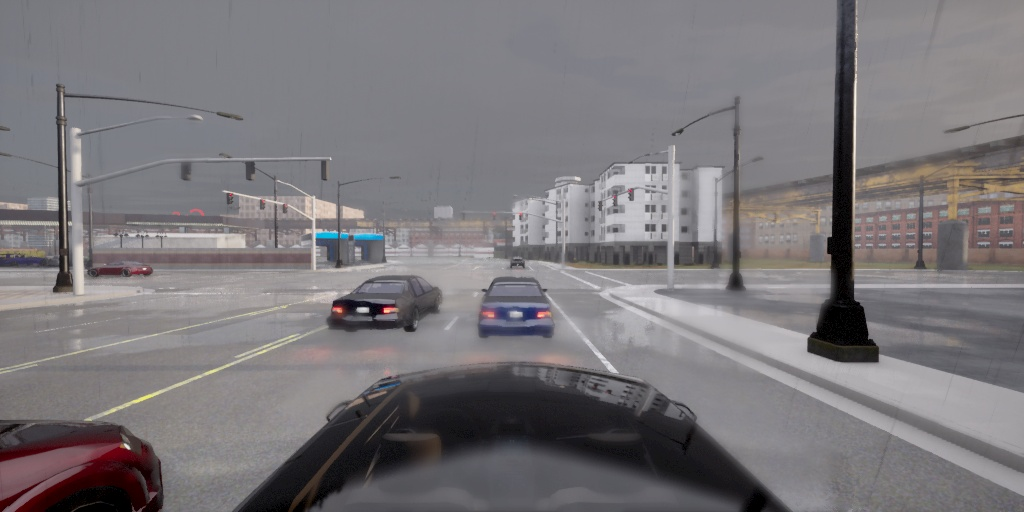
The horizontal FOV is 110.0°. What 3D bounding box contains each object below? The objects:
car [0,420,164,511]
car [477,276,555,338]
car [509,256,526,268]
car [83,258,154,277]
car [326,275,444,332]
[{"bbox_3d":[-3.394,1.314,0.711,1.994,1.385,4.181,0,0,-1],"label":"car"},{"bbox_3d":[0.088,1.280,10.107,2.033,1.411,5.357,0,0,0],"label":"car"},{"bbox_3d":[0.695,0.771,46.195,1.837,1.490,4.892,0,1,0],"label":"car"},{"bbox_3d":[-33.766,1.084,30.947,4.181,1.385,1.994,0,1,-1],"label":"car"},{"bbox_3d":[-3.408,1.274,10.708,2.033,1.411,5.357,0,0,0],"label":"car"}]
